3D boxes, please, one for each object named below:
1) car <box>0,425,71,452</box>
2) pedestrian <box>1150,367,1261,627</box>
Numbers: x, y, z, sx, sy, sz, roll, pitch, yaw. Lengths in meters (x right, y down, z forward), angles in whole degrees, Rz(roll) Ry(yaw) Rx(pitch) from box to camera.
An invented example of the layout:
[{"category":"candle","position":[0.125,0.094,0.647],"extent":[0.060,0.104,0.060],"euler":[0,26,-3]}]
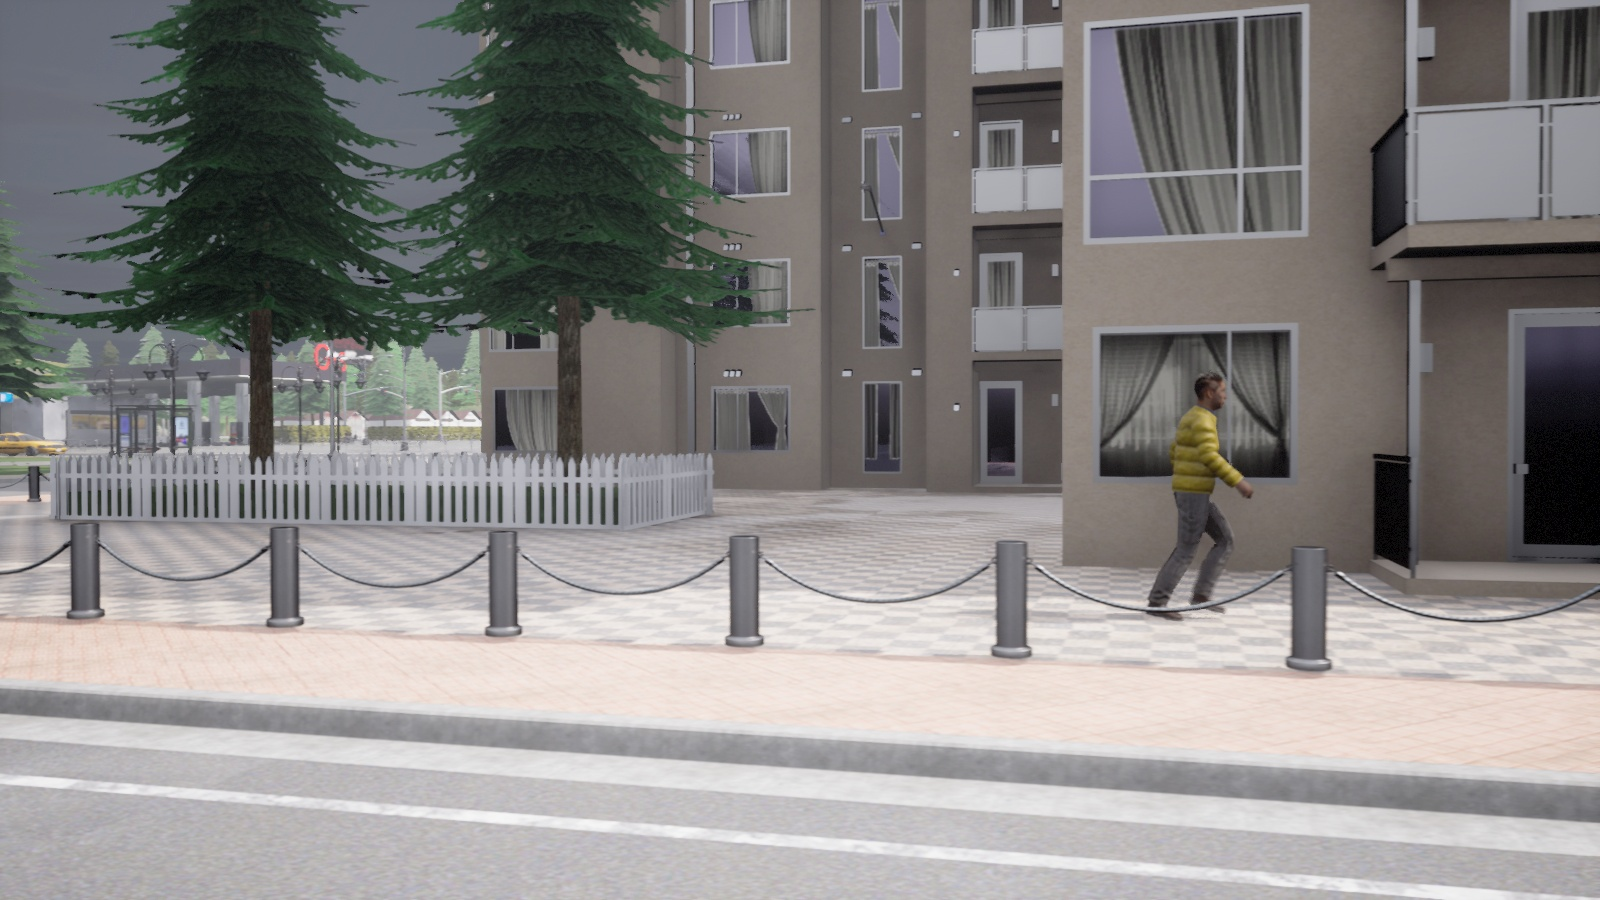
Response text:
[{"category":"car","position":[-45.973,-0.689,74.096],"extent":[5.366,1.575,1.801],"euler":[1,1,14]},{"category":"pedestrian","position":[2.944,0.331,9.165],"extent":[0.709,1.840,0.431],"euler":[1,1,12]}]
